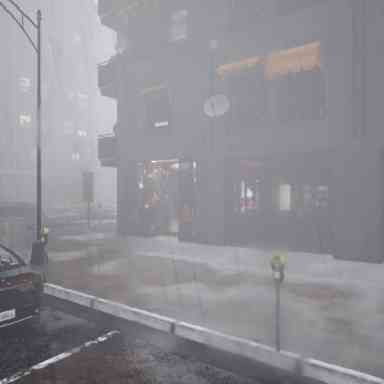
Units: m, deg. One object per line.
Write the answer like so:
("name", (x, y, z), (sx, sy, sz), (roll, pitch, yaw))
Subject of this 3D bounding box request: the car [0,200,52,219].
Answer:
("car", (-12.554, 1.381, 23.489), (1.994, 1.385, 4.181), (0, 1, 33))

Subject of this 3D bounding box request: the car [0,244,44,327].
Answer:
("car", (-4.456, 1.551, 6.073), (4.403, 1.369, 2.008), (0, 0, 36))

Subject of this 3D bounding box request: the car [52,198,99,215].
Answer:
("car", (-10.862, 1.250, 30.526), (1.752, 1.417, 4.829), (1, 1, 35))

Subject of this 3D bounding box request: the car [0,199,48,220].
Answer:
("car", (-13.964, 1.350, 26.110), (2.008, 1.369, 4.403), (1, 1, 35))
